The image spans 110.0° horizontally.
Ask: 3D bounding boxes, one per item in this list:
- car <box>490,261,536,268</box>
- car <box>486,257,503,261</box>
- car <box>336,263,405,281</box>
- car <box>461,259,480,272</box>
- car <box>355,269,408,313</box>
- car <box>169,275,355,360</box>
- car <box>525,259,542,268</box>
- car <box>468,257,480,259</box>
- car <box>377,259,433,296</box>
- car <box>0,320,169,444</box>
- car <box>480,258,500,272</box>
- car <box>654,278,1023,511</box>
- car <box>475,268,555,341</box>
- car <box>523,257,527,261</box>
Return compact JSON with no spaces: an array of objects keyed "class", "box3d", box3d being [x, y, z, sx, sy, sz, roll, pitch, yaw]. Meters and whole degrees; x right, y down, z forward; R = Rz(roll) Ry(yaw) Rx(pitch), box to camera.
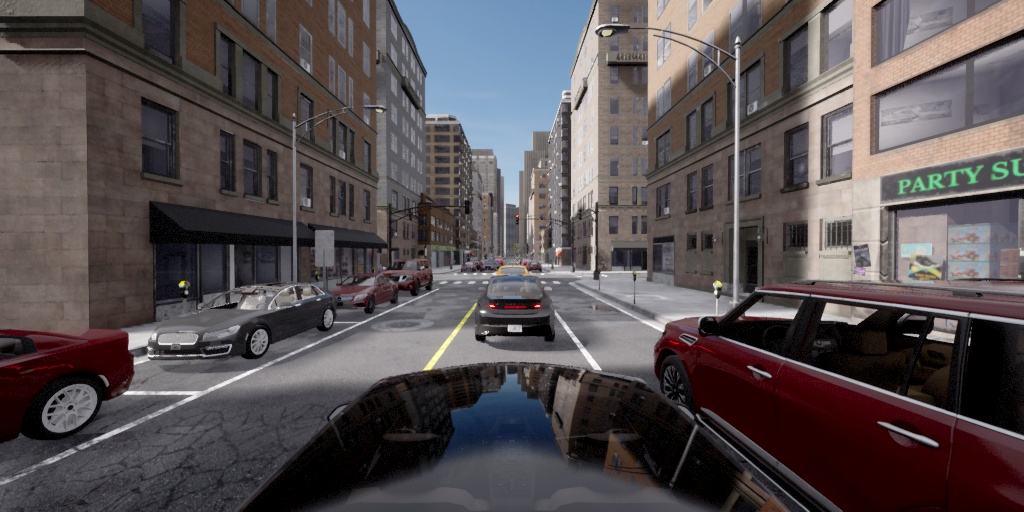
[{"class":"car","box3d":[0.047,1.228,18.955,1.882,1.535,5.008,0,0,1]},{"class":"car","box3d":[-2.977,1.330,57.221,2.033,1.411,5.357,0,0,0]},{"class":"car","box3d":[-12.436,1.379,31.775,5.357,1.411,2.033,0,1,-2]},{"class":"car","box3d":[-5.577,1.351,46.387,1.802,1.307,4.207,0,0,0]},{"class":"car","box3d":[-5.644,1.331,13.805,1.802,1.307,4.207,0,0,0]},{"class":"car","box3d":[-5.656,1.299,8.222,2.007,1.370,4.403,0,0,0]},{"class":"car","box3d":[2.949,1.351,46.397,1.802,1.307,4.207,0,0,0]},{"class":"car","box3d":[-5.565,1.090,51.952,2.192,1.841,5.009,0,0,0]},{"class":"car","box3d":[-5.633,1.065,19.388,2.192,1.841,5.009,0,0,0]},{"class":"car","box3d":[-5.668,1.294,2.640,1.888,1.381,4.507,0,0,0]},{"class":"car","box3d":[-3.006,1.333,46.795,1.994,1.385,4.181,0,0,0]},{"class":"car","box3d":[2.858,1.064,2.645,2.192,1.841,5.009,0,0,0]},{"class":"car","box3d":[0.079,1.254,9.838,1.837,1.490,4.892,0,0,0]},{"class":"car","box3d":[2.961,1.301,52.130,1.751,1.417,4.829,0,0,0]}]
